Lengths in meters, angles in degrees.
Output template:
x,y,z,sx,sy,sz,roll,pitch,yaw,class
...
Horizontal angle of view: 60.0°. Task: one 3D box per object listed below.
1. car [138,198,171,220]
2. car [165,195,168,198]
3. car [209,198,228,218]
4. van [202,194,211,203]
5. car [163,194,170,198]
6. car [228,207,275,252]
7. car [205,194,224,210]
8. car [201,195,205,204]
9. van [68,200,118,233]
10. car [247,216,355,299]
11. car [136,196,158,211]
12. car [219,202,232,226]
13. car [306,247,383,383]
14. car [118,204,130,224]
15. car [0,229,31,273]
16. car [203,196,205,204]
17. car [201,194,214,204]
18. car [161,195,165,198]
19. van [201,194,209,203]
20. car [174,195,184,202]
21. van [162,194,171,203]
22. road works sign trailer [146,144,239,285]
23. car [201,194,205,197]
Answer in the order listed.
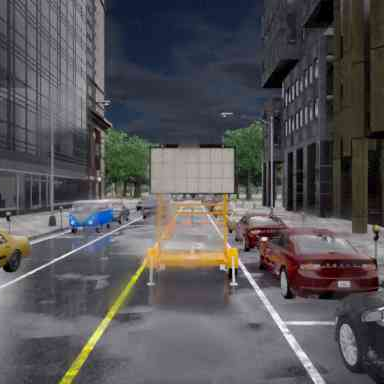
x,y,z,sx,sy,sz,roll,pitch,yaw,class
-3.053,1.550,28.762,2.033,1.411,5.357,0,0,0,car
-5.672,1.581,57.239,1.947,1.339,4.313,0,0,0,car
2.810,1.529,30.207,1.752,1.417,4.829,0,0,0,car
2.870,1.363,68.100,1.690,1.788,3.998,0,0,0,van
-5.664,1.544,62.507,1.752,1.417,4.829,0,0,0,car
2.784,1.545,13.725,1.887,1.381,4.507,0,0,0,car
2.818,1.320,35.475,2.192,1.841,5.009,0,0,0,car
2.844,1.557,51.788,1.887,1.381,4.507,0,0,0,car
-5.733,1.342,19.176,1.690,1.788,3.998,0,0,0,van
2.776,1.545,8.287,1.887,1.381,4.507,0,0,0,car
-5.698,1.573,40.926,1.947,1.339,4.313,0,0,0,car
2.793,1.527,19.332,1.752,1.417,4.829,0,0,0,car
2.767,1.551,2.849,2.008,1.369,4.403,0,0,0,car
-5.724,1.553,24.614,2.008,1.369,4.403,0,0,0,car
-5.750,1.525,8.131,1.752,1.417,4.829,0,0,0,car
2.836,1.535,46.520,1.752,1.417,4.829,0,0,0,car
2.861,1.333,62.663,2.192,1.841,5.009,0,0,0,car
-5.681,1.537,51.632,1.752,1.417,4.829,0,0,0,car
2.879,1.367,73.538,1.690,1.788,3.998,0,0,0,van
-2.882,1.518,73.510,2.128,1.511,4.902,0,0,0,car
-5.647,1.367,73.552,1.690,1.788,3.998,0,0,0,van
0.015,0.465,9.434,2.380,3.560,2.880,0,0,0,road works sign trailer
2.853,1.455,57.225,1.967,1.590,4.097,0,0,0,car
